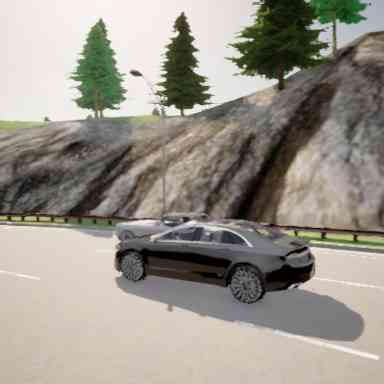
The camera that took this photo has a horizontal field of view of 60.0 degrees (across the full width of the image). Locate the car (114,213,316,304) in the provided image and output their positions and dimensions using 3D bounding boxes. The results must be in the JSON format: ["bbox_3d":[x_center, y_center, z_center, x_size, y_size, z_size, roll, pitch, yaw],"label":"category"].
[{"bbox_3d":[0.308,1.390,7.848,4.902,1.511,2.128,0,1,31],"label":"car"}]

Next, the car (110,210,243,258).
[{"bbox_3d":[-0.646,1.444,12.602,4.718,1.301,1.895,0,1,29],"label":"car"}]
